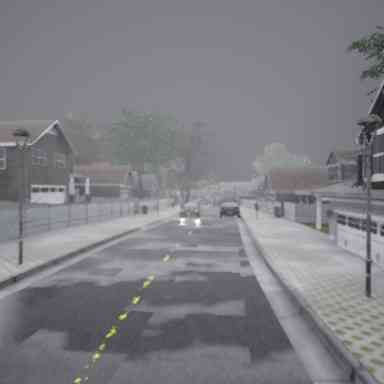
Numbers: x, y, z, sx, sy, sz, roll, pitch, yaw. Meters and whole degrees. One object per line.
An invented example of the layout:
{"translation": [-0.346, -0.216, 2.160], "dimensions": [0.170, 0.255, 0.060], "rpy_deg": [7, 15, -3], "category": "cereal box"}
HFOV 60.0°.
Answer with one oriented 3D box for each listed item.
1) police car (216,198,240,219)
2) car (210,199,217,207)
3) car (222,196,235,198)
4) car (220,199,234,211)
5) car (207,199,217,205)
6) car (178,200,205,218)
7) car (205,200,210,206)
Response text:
{"translation": [3.631, 1.626, 32.080], "dimensions": [1.930, 1.638, 5.238], "rpy_deg": [0, -1, 6], "category": "police car"}
{"translation": [5.051, 2.215, 65.680], "dimensions": [1.837, 1.490, 4.892], "rpy_deg": [0, -1, 1], "category": "car"}
{"translation": [4.597, 1.567, 42.009], "dimensions": [2.150, 2.045, 5.566], "rpy_deg": [0, -1, 5], "category": "car"}
{"translation": [5.074, 1.886, 48.180], "dimensions": [1.801, 1.575, 5.366], "rpy_deg": [0, -1, 4], "category": "car"}
{"translation": [5.172, 2.545, 85.802], "dimensions": [2.033, 1.411, 5.357], "rpy_deg": [0, -1, -2], "category": "car"}
{"translation": [-0.051, 1.713, 32.455], "dimensions": [1.812, 1.442, 4.674], "rpy_deg": [0, -1, 6], "category": "car"}
{"translation": [2.498, 2.376, 73.923], "dimensions": [1.994, 1.385, 4.181], "rpy_deg": [0, -1, 1], "category": "car"}
